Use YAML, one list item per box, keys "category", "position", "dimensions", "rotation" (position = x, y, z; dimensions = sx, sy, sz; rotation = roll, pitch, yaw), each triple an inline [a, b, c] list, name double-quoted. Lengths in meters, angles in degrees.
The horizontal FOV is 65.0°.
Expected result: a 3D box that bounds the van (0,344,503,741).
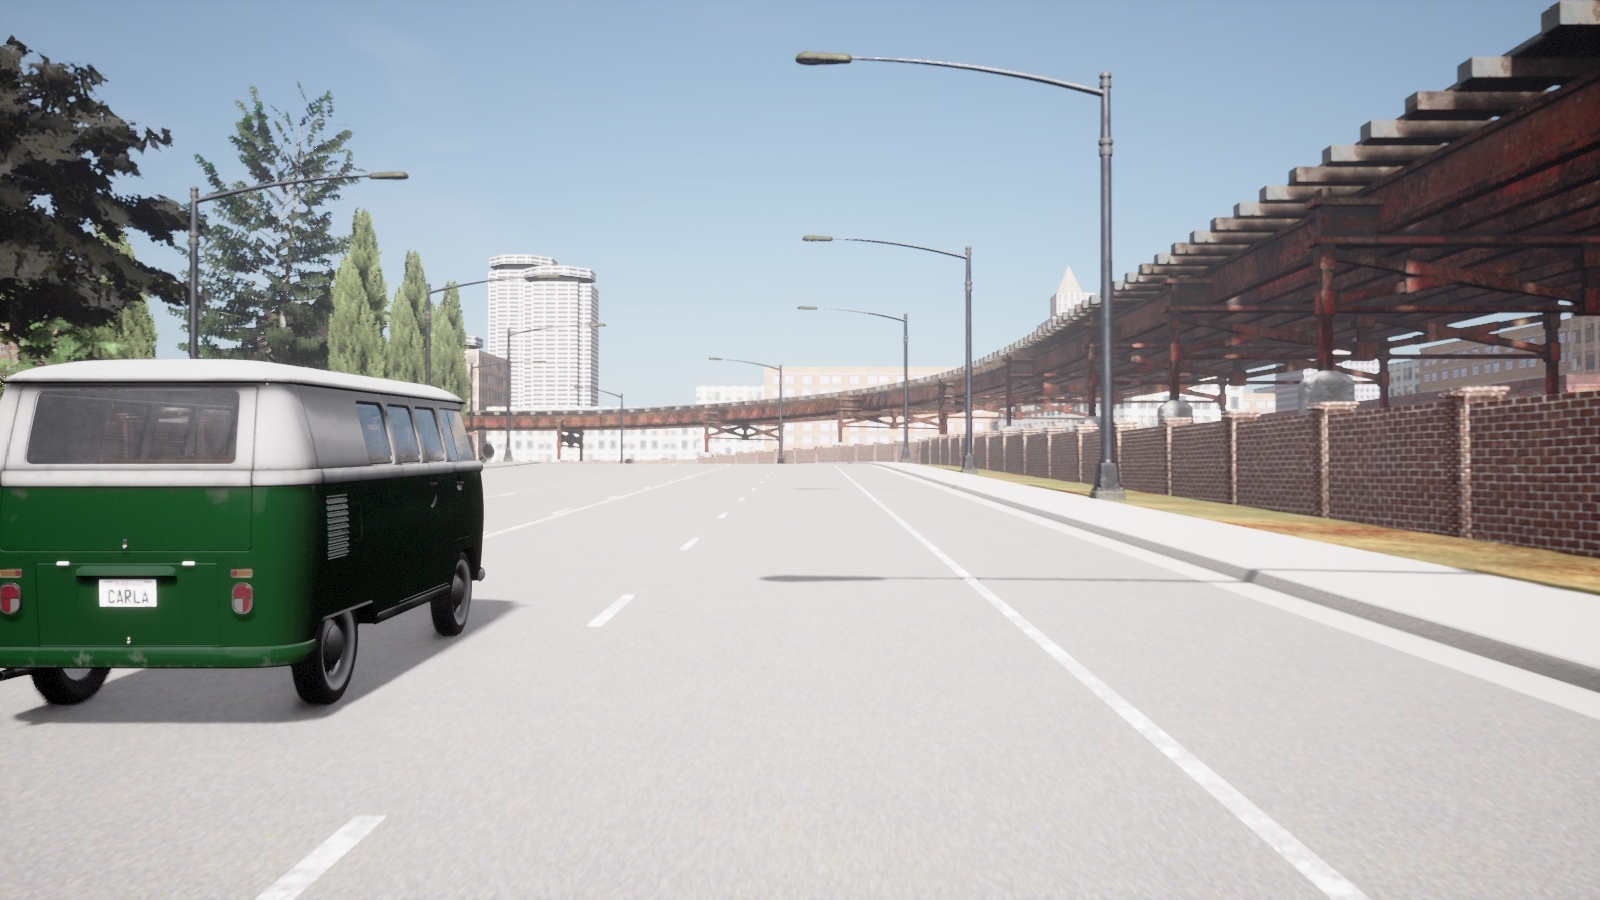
- category: "van"
  position: [-3.434, 0.451, 8.508]
  dimensions: [1.775, 1.987, 4.442]
  rotation: [0, 0, 0]
